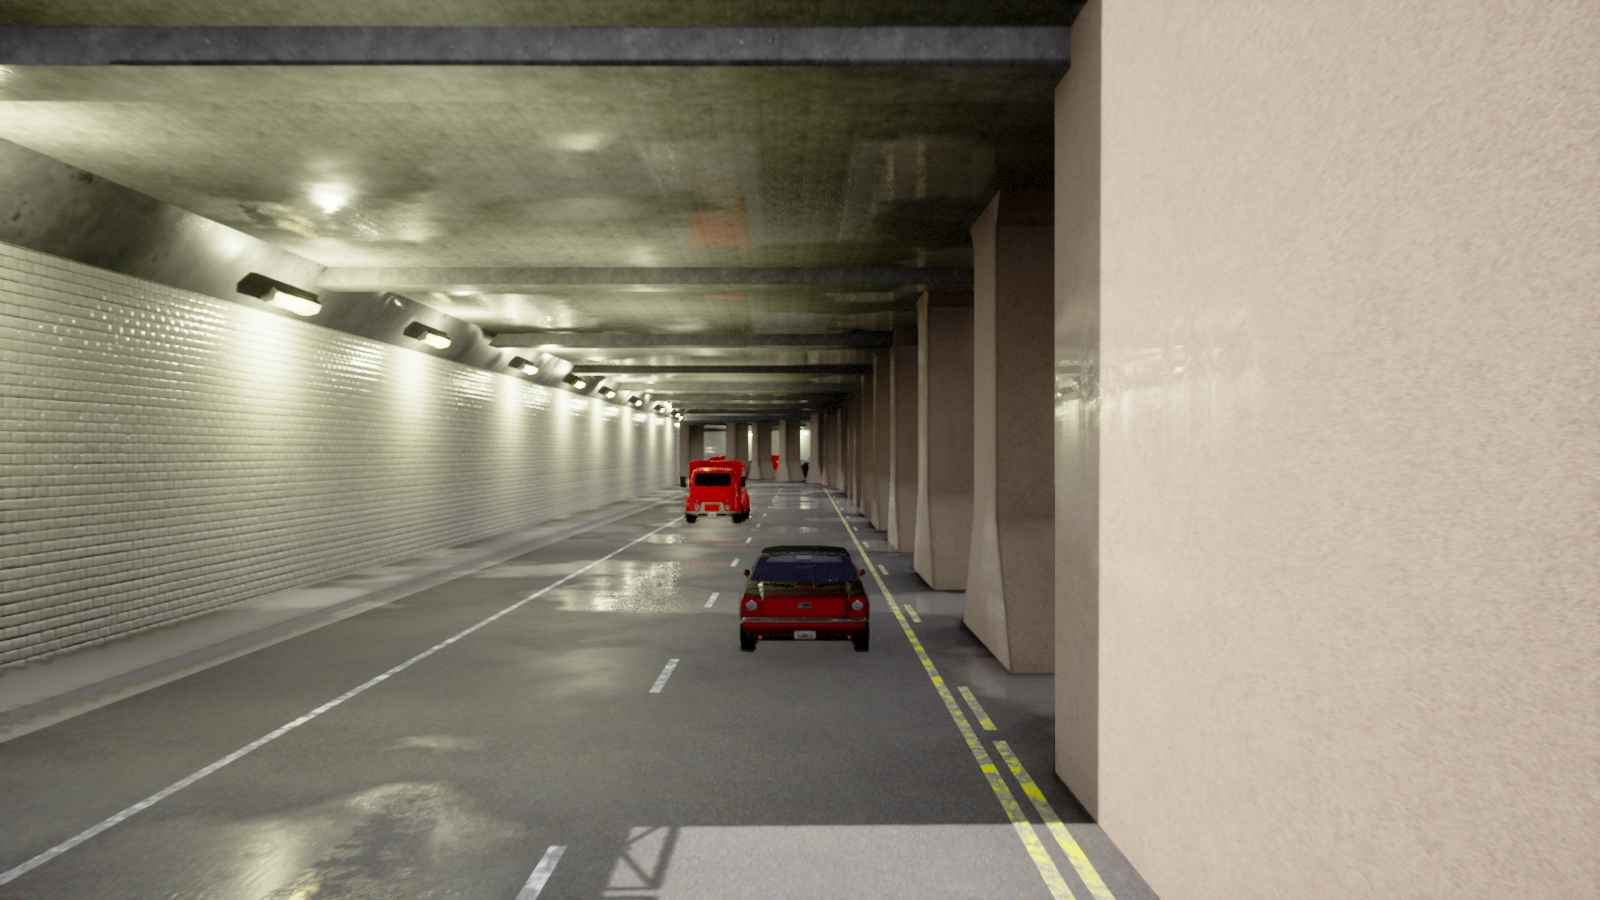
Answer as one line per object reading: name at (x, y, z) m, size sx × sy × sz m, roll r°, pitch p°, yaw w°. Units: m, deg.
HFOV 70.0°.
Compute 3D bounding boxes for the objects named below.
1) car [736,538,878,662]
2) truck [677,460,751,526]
car at (0.101, 2.192, 17.677) m, size 1.895 × 1.301 × 4.718 m, roll 0°, pitch 0°, yaw 0°
truck at (-3.359, 1.658, 45.943) m, size 2.627 × 2.467 × 5.204 m, roll 0°, pitch 0°, yaw -1°
